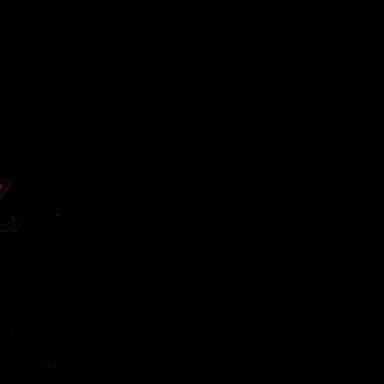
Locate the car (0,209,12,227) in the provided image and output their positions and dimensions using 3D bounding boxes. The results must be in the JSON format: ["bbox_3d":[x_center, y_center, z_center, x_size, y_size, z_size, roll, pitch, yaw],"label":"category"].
[{"bbox_3d":[-12.092,1.338,18.570,2.128,1.511,4.902,1,0,1],"label":"car"}]
